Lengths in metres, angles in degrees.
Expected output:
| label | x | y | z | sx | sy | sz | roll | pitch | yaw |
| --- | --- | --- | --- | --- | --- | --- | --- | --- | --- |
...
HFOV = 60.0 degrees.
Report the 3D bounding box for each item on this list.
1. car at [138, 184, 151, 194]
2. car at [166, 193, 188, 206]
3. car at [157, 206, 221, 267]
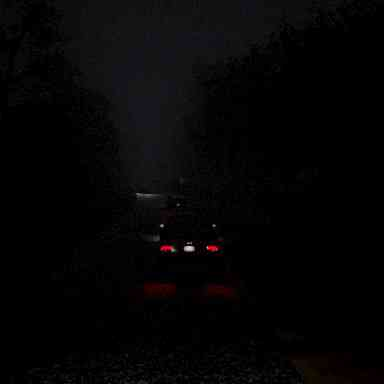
| label | x | y | z | sx | sy | sz | roll | pitch | yaw |
| --- | --- | --- | --- | --- | --- | --- | --- | --- | --- |
| car | -7.359 | -0.527 | 51.451 | 1.812 | 1.442 | 4.674 | 2 | 3 | -11 |
| car | -1.403 | 0.805 | 30.636 | 1.812 | 1.442 | 4.674 | 1 | 3 | -6 |
| car | -0.127 | 1.459 | 11.078 | 2.033 | 1.411 | 5.357 | 0 | 1 | -1 |
